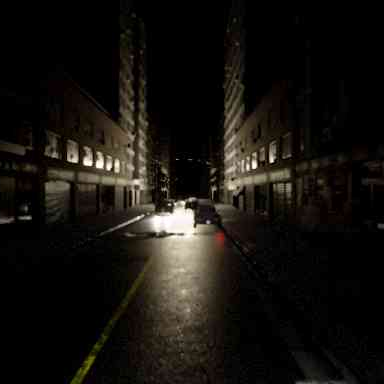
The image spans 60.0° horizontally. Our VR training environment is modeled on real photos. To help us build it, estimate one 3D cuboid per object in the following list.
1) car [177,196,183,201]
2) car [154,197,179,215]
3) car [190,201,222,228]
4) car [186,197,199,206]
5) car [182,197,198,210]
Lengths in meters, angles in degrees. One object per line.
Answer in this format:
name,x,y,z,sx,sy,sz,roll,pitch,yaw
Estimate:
car,-2.706,1.572,75.914,1.812,1.442,4.674,0,0,0
car,-2.825,1.567,34.811,2.128,1.511,4.902,0,0,0
car,0.975,1.571,22.194,1.812,1.442,4.674,0,0,0
car,0.033,1.641,58.031,2.128,1.511,4.902,0,0,0
car,0.045,1.667,44.088,1.994,1.385,4.181,0,0,1
